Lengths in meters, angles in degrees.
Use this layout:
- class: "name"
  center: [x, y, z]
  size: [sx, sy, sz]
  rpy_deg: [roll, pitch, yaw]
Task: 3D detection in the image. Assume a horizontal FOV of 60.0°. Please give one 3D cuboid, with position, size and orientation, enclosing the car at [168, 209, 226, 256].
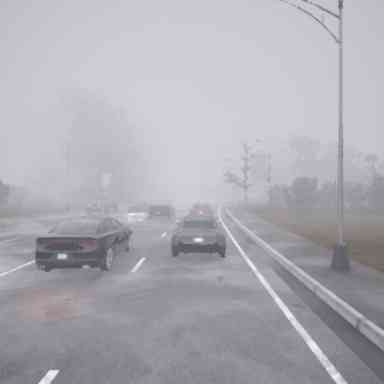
- class: "car"
  center: [0.265, 1.581, 13.162]
  size: [1.994, 1.385, 4.181]
  rpy_deg: [0, 0, 1]

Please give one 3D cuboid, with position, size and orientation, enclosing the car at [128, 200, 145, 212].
- class: "car"
  center: [-5.838, 1.608, 37.033]
  size: [1.994, 1.385, 4.181]
  rpy_deg: [0, 0, 4]

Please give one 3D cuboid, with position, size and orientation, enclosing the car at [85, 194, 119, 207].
- class: "car"
  center: [-9.464, 1.259, 35.475]
  size: [2.150, 2.045, 5.566]
  rpy_deg: [0, 0, 4]

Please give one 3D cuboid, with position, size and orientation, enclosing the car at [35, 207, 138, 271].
- class: "car"
  center: [-3.280, 1.490, 11.011]
  size: [1.882, 1.535, 5.008]
  rpy_deg: [0, 0, 1]

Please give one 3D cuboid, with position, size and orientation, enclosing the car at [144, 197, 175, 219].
- class: "car"
  center: [-2.604, 1.514, 29.640]
  size: [1.882, 1.535, 5.008]
  rpy_deg: [0, 0, 3]

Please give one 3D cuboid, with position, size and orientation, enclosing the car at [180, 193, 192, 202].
- class: "car"
  center: [-1.355, 1.302, 77.341]
  size: [2.150, 2.045, 5.566]
  rpy_deg: [0, 0, 9]

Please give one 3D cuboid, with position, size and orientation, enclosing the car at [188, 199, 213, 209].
- class: "car"
  center: [0.835, 1.600, 28.407]
  size: [1.994, 1.385, 4.181]
  rpy_deg: [0, 0, 3]
